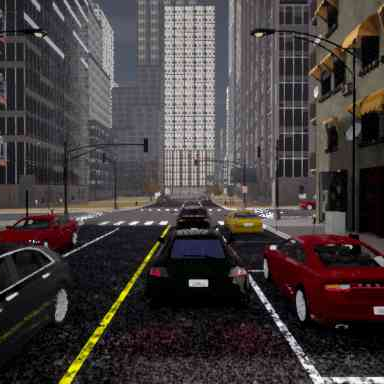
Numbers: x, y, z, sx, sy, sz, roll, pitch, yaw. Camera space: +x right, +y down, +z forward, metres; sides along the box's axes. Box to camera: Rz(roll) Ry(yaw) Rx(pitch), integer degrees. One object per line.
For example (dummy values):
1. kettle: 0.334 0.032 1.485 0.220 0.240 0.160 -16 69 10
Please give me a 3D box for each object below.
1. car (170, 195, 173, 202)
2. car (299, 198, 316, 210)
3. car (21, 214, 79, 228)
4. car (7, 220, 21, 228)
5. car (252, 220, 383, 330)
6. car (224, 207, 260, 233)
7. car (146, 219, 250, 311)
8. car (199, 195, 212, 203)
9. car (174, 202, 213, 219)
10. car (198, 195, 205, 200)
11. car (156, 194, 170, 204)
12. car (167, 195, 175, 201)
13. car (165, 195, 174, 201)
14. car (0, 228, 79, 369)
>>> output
1. car: -5.661 1.313 67.079 2.192 1.841 5.009 -1 0 0
2. car: 14.273 1.256 37.104 4.507 1.381 1.887 -1 1 0
3. car: -5.692 1.543 12.482 1.887 1.381 4.507 -1 0 0
4. car: -5.696 1.439 6.958 1.967 1.590 4.097 -1 0 0
5. car: 2.686 1.544 6.940 1.887 1.381 4.507 -1 0 0
6. car: 2.692 1.523 18.156 1.752 1.417 4.829 -1 0 0
7. car: 0.107 1.563 7.823 1.994 1.385 4.181 0 0 0
8. car: 2.716 1.437 61.513 1.967 1.590 4.097 -1 0 0
9. car: 0.087 1.503 17.807 1.837 1.490 4.892 0 0 -1
10. car: 2.738 1.582 94.870 1.802 1.307 4.206 -1 0 0
11. car: -5.663 1.542 61.519 1.887 1.381 4.507 -1 0 0
12. car: -5.646 1.544 89.316 1.887 1.381 4.507 -1 0 0
13. car: -5.650 1.524 83.587 1.752 1.417 4.829 -1 0 0
14. car: -3.091 1.504 4.173 1.837 1.490 4.892 0 0 0
